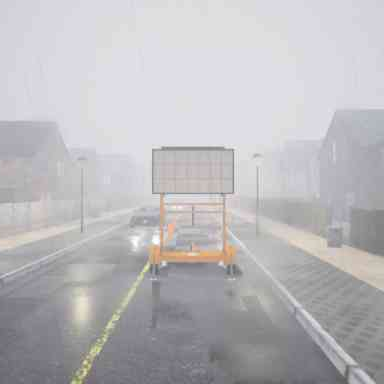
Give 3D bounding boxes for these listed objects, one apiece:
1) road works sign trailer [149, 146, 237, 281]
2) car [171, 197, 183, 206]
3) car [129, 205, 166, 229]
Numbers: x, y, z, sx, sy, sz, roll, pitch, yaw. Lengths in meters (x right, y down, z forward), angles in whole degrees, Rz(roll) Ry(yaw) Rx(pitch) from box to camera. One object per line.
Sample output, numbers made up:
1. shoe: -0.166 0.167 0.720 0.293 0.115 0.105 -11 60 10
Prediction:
1. road works sign trailer: 0.029 0.465 9.852 2.380 3.560 2.880 0 0 1
2. car: -2.608 1.678 58.312 2.128 1.511 4.902 0 0 0
3. car: -2.799 1.581 21.790 1.994 1.385 4.181 0 0 0
